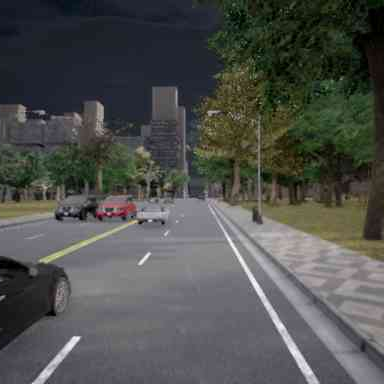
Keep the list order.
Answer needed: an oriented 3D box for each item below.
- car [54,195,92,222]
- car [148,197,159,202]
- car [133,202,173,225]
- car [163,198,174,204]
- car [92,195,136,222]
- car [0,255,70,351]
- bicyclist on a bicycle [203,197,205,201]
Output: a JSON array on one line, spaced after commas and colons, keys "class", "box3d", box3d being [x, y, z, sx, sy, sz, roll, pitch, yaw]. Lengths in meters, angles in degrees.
[{"class": "car", "box3d": [-9.350, 1.288, 27.662, 2.150, 2.045, 5.566, 0, 0, 2]}, {"class": "car", "box3d": [-8.018, 1.808, 69.362, 2.128, 1.511, 4.902, 0, 0, 2]}, {"class": "car", "box3d": [-2.741, 1.655, 24.644, 1.895, 1.301, 4.718, 0, 0, 2]}, {"class": "car", "box3d": [-4.769, 1.835, 69.266, 1.994, 1.385, 4.181, 0, 0, 2]}, {"class": "car", "box3d": [-6.102, 1.287, 27.545, 2.150, 2.045, 5.566, 0, 0, 2]}, {"class": "car", "box3d": [-3.307, 1.532, 4.543, 1.812, 1.442, 4.674, 0, 0, 1]}, {"class": "bicyclist on a bicycle", "box3d": [3.132, 1.819, 86.355, 0.659, 1.776, 1.843, 0, 0, 2]}]
